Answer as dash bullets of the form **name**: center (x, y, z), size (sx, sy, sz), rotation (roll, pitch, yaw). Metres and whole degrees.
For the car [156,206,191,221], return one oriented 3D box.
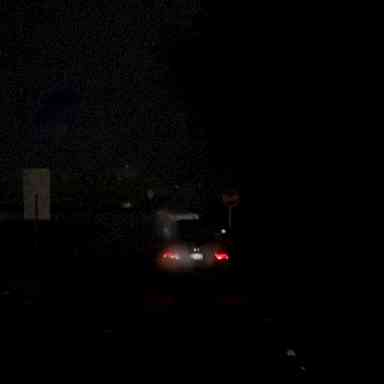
- **car**: center (-1.119, 1.580, 22.108), size (1.895, 1.301, 4.718), rotation (0, 0, -17)

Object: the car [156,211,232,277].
- **car**: center (0.107, 1.546, 10.226), size (2.033, 1.411, 5.357), rotation (0, 0, 0)
